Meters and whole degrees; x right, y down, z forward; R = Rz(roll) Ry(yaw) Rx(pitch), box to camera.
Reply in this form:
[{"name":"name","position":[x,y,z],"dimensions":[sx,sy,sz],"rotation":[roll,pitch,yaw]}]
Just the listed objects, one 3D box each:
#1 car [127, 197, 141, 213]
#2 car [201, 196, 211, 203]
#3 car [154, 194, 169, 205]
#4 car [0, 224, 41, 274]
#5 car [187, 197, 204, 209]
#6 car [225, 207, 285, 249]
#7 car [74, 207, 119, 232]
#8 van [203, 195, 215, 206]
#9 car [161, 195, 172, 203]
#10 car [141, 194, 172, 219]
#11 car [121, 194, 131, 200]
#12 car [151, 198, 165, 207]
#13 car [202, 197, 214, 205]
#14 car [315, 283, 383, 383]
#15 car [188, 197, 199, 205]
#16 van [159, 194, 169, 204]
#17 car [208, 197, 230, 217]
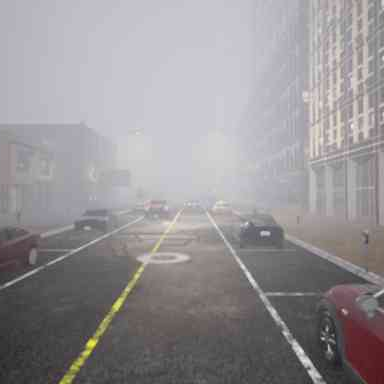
[{"name":"car","position":[-5.547,1.563,37.018],"dimensions":[2.008,1.369,4.403],"rotation":[1,0,0]},{"name":"car","position":[2.927,1.589,70.797],"dimensions":[1.947,1.339,4.313],"rotation":[1,0,0]},{"name":"car","position":[-5.458,1.336,59.594],"dimensions":[2.192,1.841,5.009],"rotation":[1,0,0]},{"name":"car","position":[-5.653,1.549,8.798],"dimensions":[1.887,1.381,4.507],"rotation":[1,0,0]},{"name":"car","position":[0.262,1.614,44.605],"dimensions":[1.895,1.301,4.718],"rotation":[0,0,0]},{"name":"car","position":[2.715,1.569,14.356],"dimensions":[1.947,1.339,4.313],"rotation":[1,0,0]},{"name":"car","position":[-5.611,1.574,20.086],"dimensions":[1.947,1.339,4.313],"rotation":[1,0,0]},{"name":"van","position":[2.867,1.357,53.864],"dimensions":[1.690,1.788,3.998],"rotation":[1,0,0]},{"name":"car","position":[-5.418,1.466,70.882],"dimensions":[1.967,1.590,4.097],"rotation":[1,0,0]},{"name":"car","position":[-2.905,1.360,29.386],"dimensions":[2.097,1.767,4.553],"rotation":[0,0,0]},{"name":"car","position":[-19.192,1.460,91.223],"dimensions":[5.009,1.841,2.192],"rotation":[-1,0,1]},{"name":"car","position":[-5.484,1.601,53.950],"dimensions":[1.802,1.307,4.206],"rotation":[1,0,0]},{"name":"car","position":[2.884,1.584,59.508],"dimensions":[1.947,1.339,4.313],"rotation":[1,0,0]},{"name":"car","position":[2.674,1.440,3.067],"dimensions":[1.967,1.590,4.097],"rotation":[1,0,0]},{"name":"car","position":[0.324,1.582,61.859],"dimensions":[1.994,1.385,4.181],"rotation":[0,0,0]},{"name":"van","position":[-5.438,1.364,65.238],"dimensions":[1.690,1.788,3.998],"rotation":[1,0,0]},{"name":"car","position":[2.780,1.534,31.458],"dimensions":[1.752,1.417,4.829],"rotation":[1,0,0]}]
